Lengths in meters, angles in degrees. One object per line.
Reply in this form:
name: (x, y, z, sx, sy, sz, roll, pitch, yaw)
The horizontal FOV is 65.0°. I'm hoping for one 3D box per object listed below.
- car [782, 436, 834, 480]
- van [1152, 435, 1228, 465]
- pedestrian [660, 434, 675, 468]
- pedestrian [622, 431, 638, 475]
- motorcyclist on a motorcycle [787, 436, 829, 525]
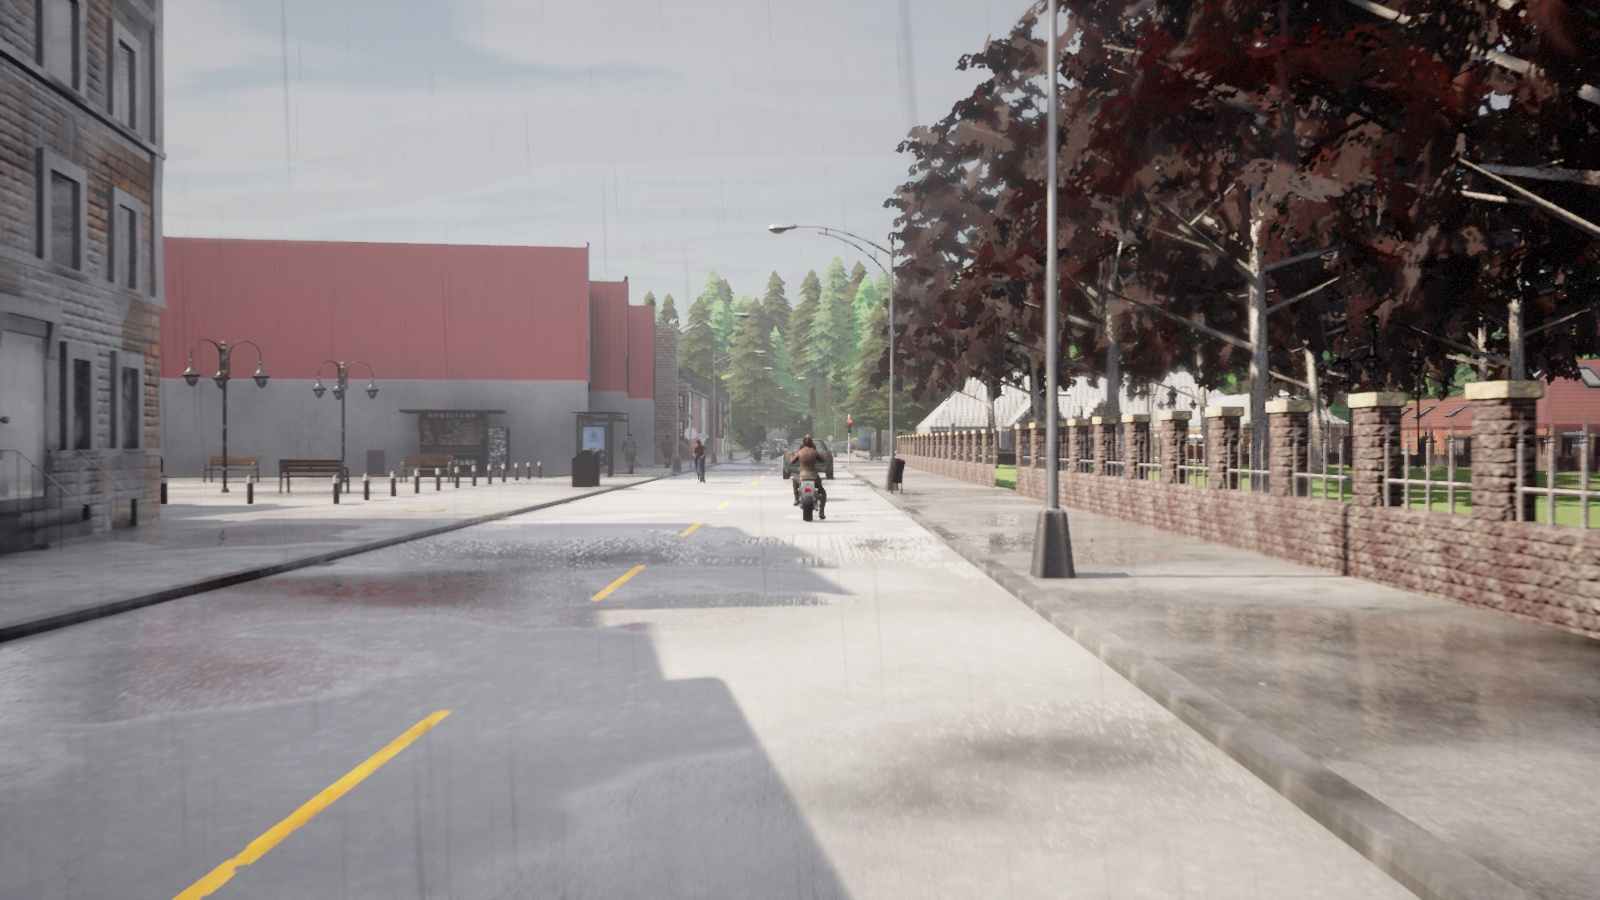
car: (0.345, 0.309, 52.578, 2.097, 1.767, 4.553, 0, 0, 0)
van: (26.475, 0.011, 85.285, 4.480, 2.038, 2.069, 0, 0, -1)
pedestrian: (-7.567, 0.042, 71.656, 0.659, 1.952, 0.873, 0, 0, 8)
pedestrian: (-7.562, 0.135, 55.906, 0.659, 1.952, 0.873, 0, 0, -6)
motorcyclist on a motorcycle: (0.153, 0.559, 24.469, 0.766, 1.649, 2.350, 0, 0, 0)
